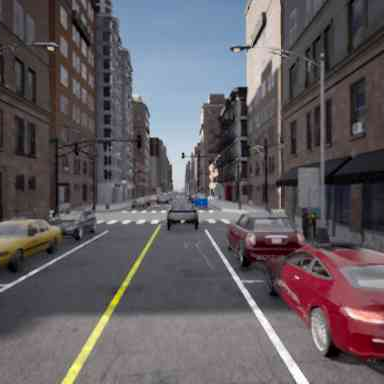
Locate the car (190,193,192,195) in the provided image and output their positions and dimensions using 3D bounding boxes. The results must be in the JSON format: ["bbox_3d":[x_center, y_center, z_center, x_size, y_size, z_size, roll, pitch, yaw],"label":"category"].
[{"bbox_3d":[0.785,1.326,55.164,1.802,1.307,4.206,0,0,-2],"label":"car"}]

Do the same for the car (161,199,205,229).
[{"bbox_3d":[-0.585,1.401,20.704,2.128,1.511,4.902,0,0,-2],"label":"car"}]

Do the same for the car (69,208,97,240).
[{"bbox_3d":[-5.914,1.510,16.459,2.008,1.369,4.403,0,0,-2],"label":"car"}]

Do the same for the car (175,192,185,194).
[{"bbox_3d":[-2.611,1.245,77.191,1.895,1.301,4.718,0,0,-2],"label":"car"}]

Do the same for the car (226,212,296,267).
[{"bbox_3d":[2.295,1.376,11.227,1.967,1.590,4.097,0,0,-2],"label":"car"}]

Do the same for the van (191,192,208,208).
[{"bbox_3d":[1.174,1.135,43.808,1.690,1.788,3.998,0,0,-2],"label":"van"}]

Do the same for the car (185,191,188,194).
[{"bbox_3d":[0.198,0.977,72.197,2.192,1.841,5.009,0,0,-2],"label":"car"}]

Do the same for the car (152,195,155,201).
[{"bbox_3d":[-7.040,1.360,49.202,1.887,1.381,4.507,0,0,-2],"label":"car"}]

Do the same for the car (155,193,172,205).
[{"bbox_3d":[-4.591,1.292,52.634,1.837,1.490,4.892,0,0,-2],"label":"car"}]

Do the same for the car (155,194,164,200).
[{"bbox_3d":[-8.211,1.217,83.273,1.947,1.339,4.313,0,0,-2],"label":"car"}]

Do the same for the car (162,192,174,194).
[{"bbox_3d":[-5.065,1.265,68.526,1.994,1.385,4.181,0,0,-2],"label":"car"}]

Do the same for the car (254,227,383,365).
[{"bbox_3d":[2.486,1.542,5.712,1.802,1.307,4.206,0,0,-2],"label":"car"}]

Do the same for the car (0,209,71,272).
[{"bbox_3d":[-5.718,1.509,10.774,1.752,1.417,4.829,0,0,-2],"label":"car"}]

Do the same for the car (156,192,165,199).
[{"bbox_3d":[-8.408,0.938,88.950,2.192,1.841,5.009,0,0,-2],"label":"car"}]

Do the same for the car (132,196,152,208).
[{"bbox_3d":[-6.844,1.391,43.524,2.008,1.369,4.403,0,0,-2],"label":"car"}]

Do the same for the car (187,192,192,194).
[{"bbox_3d":[0.395,1.273,66.520,1.802,1.307,4.206,0,0,-2],"label":"car"}]

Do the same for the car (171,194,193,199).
[{"bbox_3d":[-1.282,1.365,41.465,2.033,1.411,5.357,0,0,-2],"label":"car"}]
